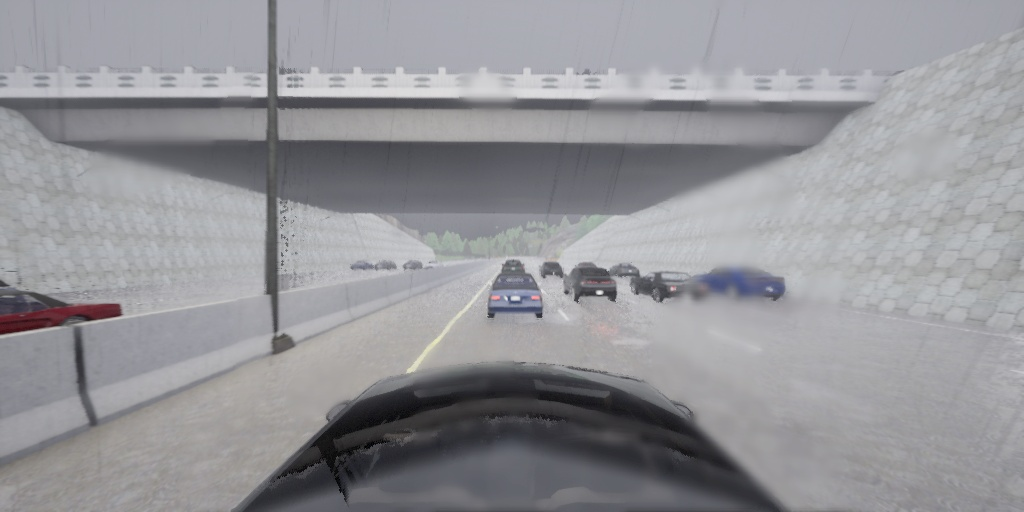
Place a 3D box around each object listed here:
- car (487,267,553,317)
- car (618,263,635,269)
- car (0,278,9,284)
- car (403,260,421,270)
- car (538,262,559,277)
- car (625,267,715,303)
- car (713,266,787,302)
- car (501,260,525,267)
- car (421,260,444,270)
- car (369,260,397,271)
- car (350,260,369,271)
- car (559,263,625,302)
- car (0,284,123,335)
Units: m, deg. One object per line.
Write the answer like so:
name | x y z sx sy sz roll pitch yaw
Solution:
car | 0.102 1.301 13.110 2.033 1.411 5.357 0 0 0
car | 10.602 1.323 34.116 1.994 1.385 4.181 0 0 0
car | -14.099 1.104 7.729 2.097 1.767 4.553 0 0 0
car | -14.073 1.256 51.098 2.128 1.511 4.902 0 0 0
car | 3.602 1.264 33.475 1.837 1.490 4.892 0 0 0
car | 7.102 1.355 16.736 1.895 1.301 4.718 0 0 0
car | 10.601 1.232 17.157 1.882 1.535 5.008 0 0 0
car | 0.102 1.111 33.152 2.097 1.767 4.553 0 0 0
car | -10.588 1.289 48.737 1.812 1.442 4.674 0 0 0
car | -17.582 1.255 49.954 2.128 1.511 4.902 0 0 0
car | -21.070 1.290 50.602 1.812 1.442 4.674 0 0 0
car | 3.601 1.259 17.147 1.837 1.490 4.892 0 0 0
car | -10.600 1.352 6.618 1.895 1.301 4.718 0 0 0
